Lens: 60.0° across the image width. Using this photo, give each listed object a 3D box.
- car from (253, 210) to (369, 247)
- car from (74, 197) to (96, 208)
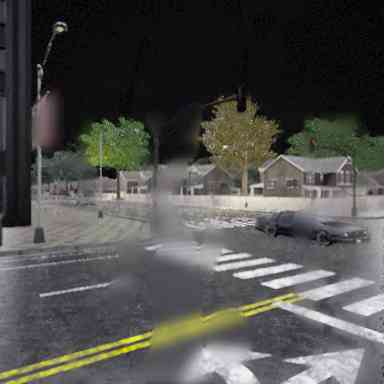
[{"bbox_3d":[5.283,1.582,15.618,2.033,1.411,5.357,0,0,-33],"label":"car"},{"bbox_3d":[-15.527,1.451,47.944,2.033,1.411,5.357,0,0,-33],"label":"car"}]
